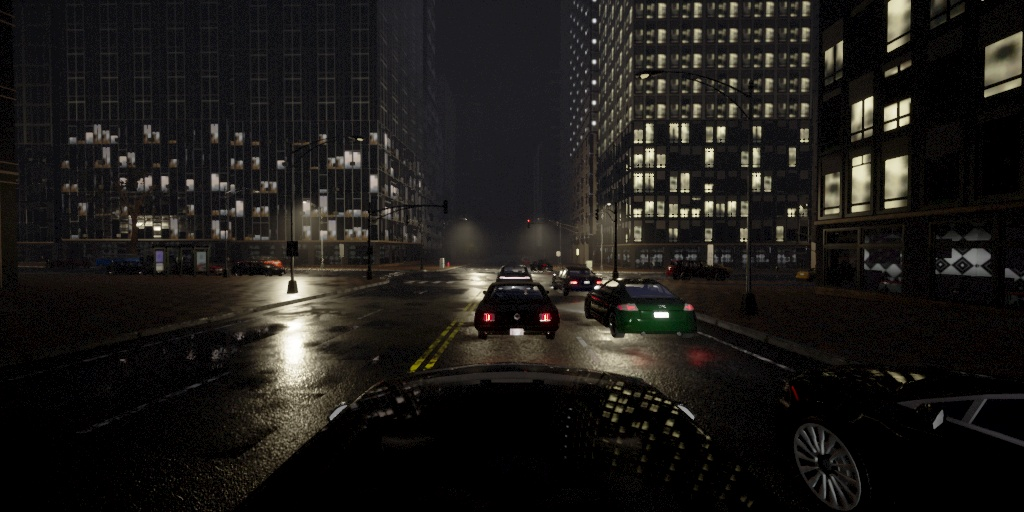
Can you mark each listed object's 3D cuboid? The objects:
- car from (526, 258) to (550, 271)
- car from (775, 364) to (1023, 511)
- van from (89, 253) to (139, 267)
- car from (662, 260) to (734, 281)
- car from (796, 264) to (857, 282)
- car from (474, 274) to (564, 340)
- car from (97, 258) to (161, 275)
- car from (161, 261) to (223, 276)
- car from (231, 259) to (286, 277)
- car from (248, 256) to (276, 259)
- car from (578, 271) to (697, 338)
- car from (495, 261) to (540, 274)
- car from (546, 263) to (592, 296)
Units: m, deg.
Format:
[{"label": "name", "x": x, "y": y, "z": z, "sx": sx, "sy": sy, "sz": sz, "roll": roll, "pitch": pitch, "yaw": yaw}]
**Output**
[{"label": "car", "x": 3.588, "y": 1.210, "z": 44.590, "sx": 1.837, "sy": 1.490, "sz": 4.892, "roll": -3, "pitch": 0, "yaw": -13}, {"label": "car", "x": 3.339, "y": 1.242, "z": 1.337, "sx": 2.128, "sy": 1.511, "sz": 4.902, "roll": 0, "pitch": 0, "yaw": 0}, {"label": "van", "x": -45.231, "y": 0.603, "z": 41.117, "sx": 3.998, "sy": 1.789, "sz": 1.690, "roll": 0, "pitch": 0, "yaw": 1}, {"label": "car", "x": 16.235, "y": 1.267, "z": 31.529, "sx": 5.009, "sy": 1.841, "sz": 2.192, "roll": 0, "pitch": 0, "yaw": 1}, {"label": "car", "x": 27.683, "y": 1.577, "z": 31.315, "sx": 4.829, "sy": 1.417, "sz": 1.751, "roll": 0, "pitch": 0, "yaw": 1}, {"label": "car", "x": 0.110, "y": 1.347, "z": 9.941, "sx": 1.895, "sy": 1.301, "sz": 4.718, "roll": 0, "pitch": 0, "yaw": 0}, {"label": "car", "x": -34.053, "y": 1.068, "z": 32.440, "sx": 4.313, "sy": 1.339, "sz": 1.948, "roll": 0, "pitch": 0, "yaw": 1}, {"label": "car", "x": -28.373, "y": 1.137, "z": 32.258, "sx": 4.207, "sy": 1.307, "sz": 1.802, "roll": 0, "pitch": 0, "yaw": 1}, {"label": "car", "x": -22.689, "y": 1.172, "z": 32.116, "sx": 4.313, "sy": 1.339, "sz": 1.948, "roll": 0, "pitch": 0, "yaw": 1}, {"label": "car", "x": -27.128, "y": 0.821, "z": 38.118, "sx": 4.553, "sy": 1.767, "sz": 2.097, "roll": 0, "pitch": 1, "yaw": 1}, {"label": "car", "x": 3.369, "y": 1.310, "z": 10.167, "sx": 1.994, "sy": 1.385, "sz": 4.181, "roll": 0, "pitch": 0, "yaw": -1}, {"label": "car", "x": 0.123, "y": 1.232, "z": 19.197, "sx": 2.128, "sy": 1.511, "sz": 4.902, "roll": 0, "pitch": 0, "yaw": 0}, {"label": "car", "x": 3.409, "y": 1.287, "z": 19.396, "sx": 2.033, "sy": 1.411, "sz": 5.357, "roll": 0, "pitch": 0, "yaw": -3}]
